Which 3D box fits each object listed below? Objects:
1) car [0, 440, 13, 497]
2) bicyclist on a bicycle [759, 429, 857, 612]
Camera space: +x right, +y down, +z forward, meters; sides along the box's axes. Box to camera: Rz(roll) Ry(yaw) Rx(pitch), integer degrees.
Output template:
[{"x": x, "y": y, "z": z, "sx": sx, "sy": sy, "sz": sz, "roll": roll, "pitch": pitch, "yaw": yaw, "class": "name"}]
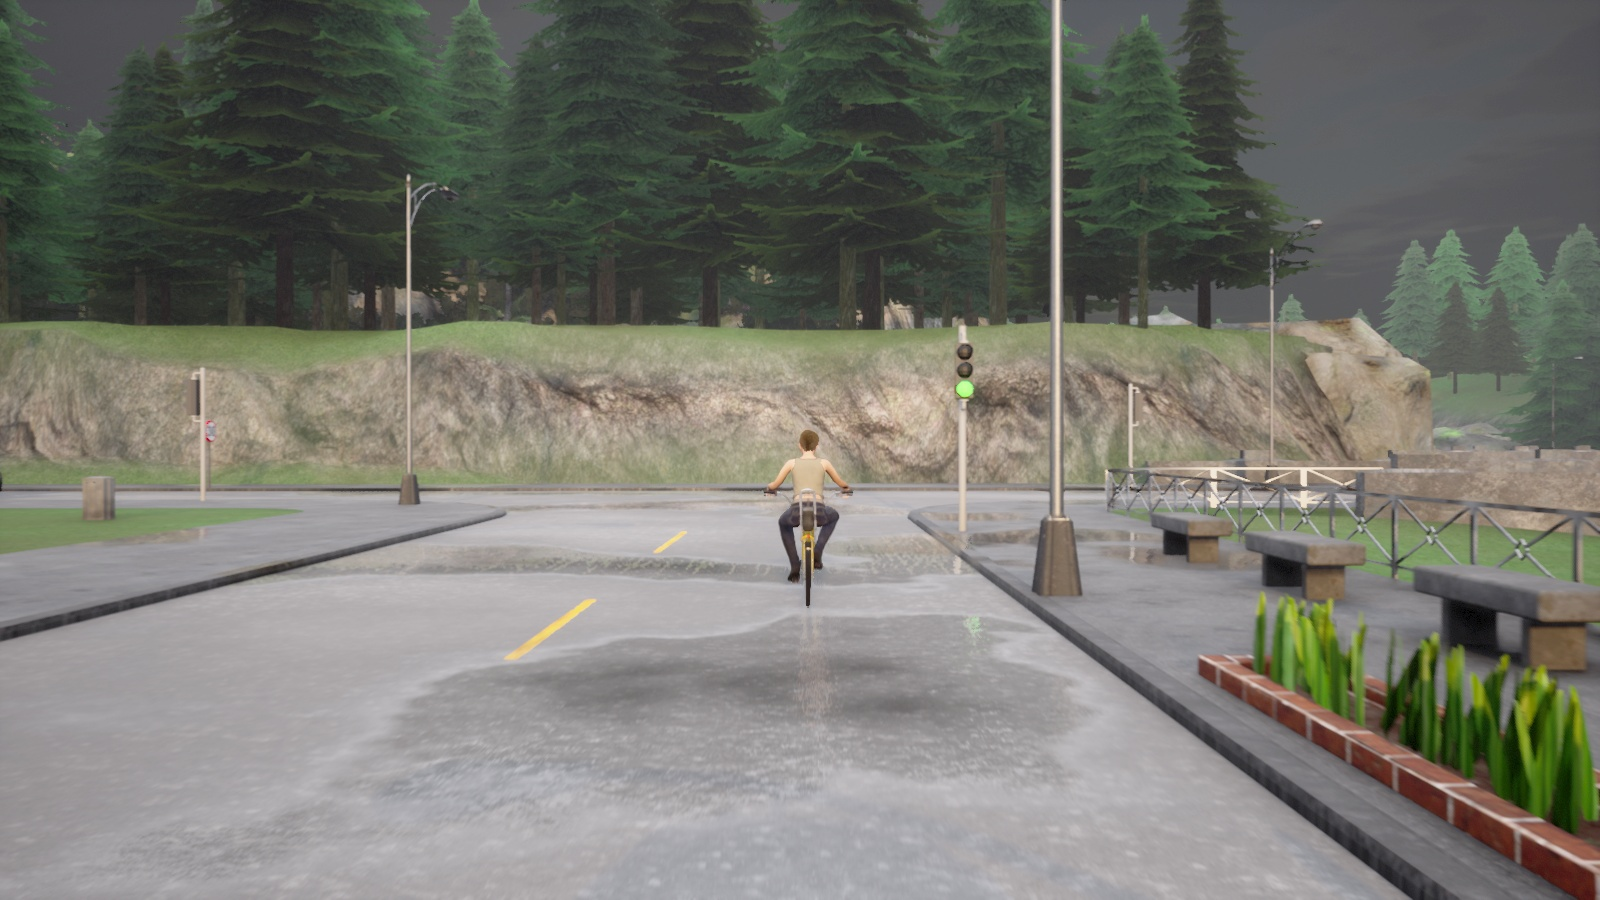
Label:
[{"x": -23.521, "y": 0.489, "z": 32.917, "sx": 4.514, "sy": 1.525, "sz": 2.007, "roll": 0, "pitch": 0, "yaw": 0, "class": "car"}, {"x": 0.078, "y": 0.616, "z": 11.832, "sx": 0.866, "sy": 1.612, "sz": 1.509, "roll": 0, "pitch": 0, "yaw": 1, "class": "bicyclist on a bicycle"}]
